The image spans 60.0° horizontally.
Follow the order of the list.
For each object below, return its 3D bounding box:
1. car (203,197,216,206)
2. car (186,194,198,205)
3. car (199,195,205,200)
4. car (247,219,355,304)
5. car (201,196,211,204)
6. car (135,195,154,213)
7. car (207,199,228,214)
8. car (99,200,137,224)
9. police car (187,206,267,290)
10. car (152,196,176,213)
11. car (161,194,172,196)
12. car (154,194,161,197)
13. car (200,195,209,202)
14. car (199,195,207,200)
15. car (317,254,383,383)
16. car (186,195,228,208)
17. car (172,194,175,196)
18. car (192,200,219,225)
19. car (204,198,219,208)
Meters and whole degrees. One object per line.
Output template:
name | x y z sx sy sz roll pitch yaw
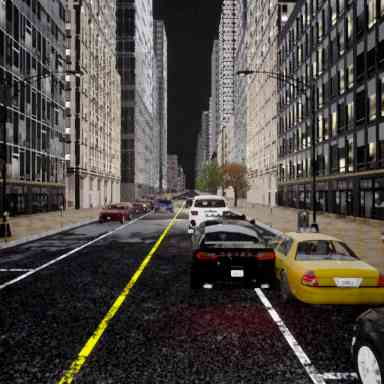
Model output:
car | 2.743 1.532 53.297 1.802 1.307 4.206 1 0 0
car | 0.051 1.289 59.590 2.097 1.767 4.553 0 0 0
car | 2.778 1.430 93.019 1.802 1.307 4.206 1 0 0
car | 2.702 1.524 8.069 1.752 1.417 4.829 0 0 0
car | 2.753 1.451 64.817 1.752 1.417 4.829 1 0 0
car | -5.652 1.416 36.293 1.967 1.590 4.097 0 0 0
car | 2.727 1.542 36.273 1.947 1.339 4.313 0 0 0
car | -5.663 1.533 24.940 1.887 1.381 4.507 0 0 0
police car | 0.907 1.424 9.246 1.930 1.638 5.238 0 0 0
car | -2.969 1.502 36.344 1.812 1.442 4.674 0 0 0
car | -5.626 1.241 64.670 2.192 1.841 5.009 1 0 0
car | -5.646 1.284 41.968 2.192 1.841 5.009 0 0 0
car | 2.763 1.463 75.996 1.947 1.339 4.313 1 0 0
car | 2.773 1.410 87.346 1.887 1.381 4.507 1 0 0
car | 2.697 1.551 2.222 2.008 1.369 4.403 0 0 0
car | 0.916 1.218 19.166 2.150 2.045 5.566 0 0 0
car | -5.617 1.338 76.021 1.967 1.590 4.097 1 0 0
car | 0.921 1.466 25.136 1.882 1.535 5.008 0 0 0
car | 2.737 1.542 47.622 1.802 1.307 4.206 1 0 0
